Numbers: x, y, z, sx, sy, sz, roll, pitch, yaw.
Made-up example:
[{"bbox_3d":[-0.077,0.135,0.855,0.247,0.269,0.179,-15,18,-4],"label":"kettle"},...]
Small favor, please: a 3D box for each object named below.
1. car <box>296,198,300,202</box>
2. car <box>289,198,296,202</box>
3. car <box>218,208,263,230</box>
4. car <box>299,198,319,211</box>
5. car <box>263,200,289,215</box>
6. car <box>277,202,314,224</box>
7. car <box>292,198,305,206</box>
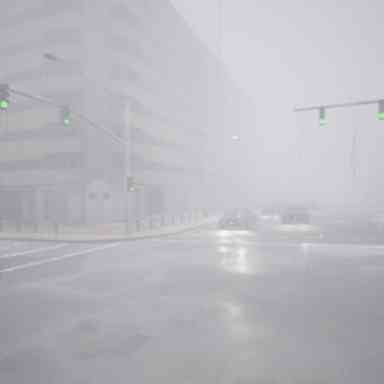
[{"bbox_3d":[17.297,1.909,56.269,1.994,1.385,4.181,-2,-1,23],"label":"car"},{"bbox_3d":[12.634,1.806,45.262,1.837,1.490,4.892,-2,-1,23],"label":"car"},{"bbox_3d":[3.259,1.775,22.893,1.994,1.385,4.181,-2,-1,23],"label":"car"},{"bbox_3d":[16.044,1.760,44.559,2.033,1.411,5.357,-2,-1,23],"label":"car"},{"bbox_3d":[9.122,1.818,37.214,2.033,1.411,5.357,-2,-1,23],"label":"car"},{"bbox_3d":[8.109,1.702,25.723,1.994,1.385,4.181,-2,-1,22],"label":"car"},{"bbox_3d":[20.354,1.896,63.492,1.812,1.442,4.674,-2,0,23],"label":"car"}]
